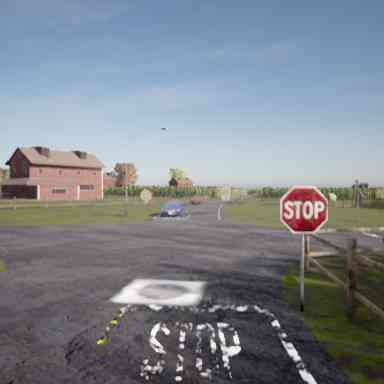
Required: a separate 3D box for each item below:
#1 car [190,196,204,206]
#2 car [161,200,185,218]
[{"bbox_3d":[0.827,1.397,55.276,1.882,1.535,5.008,0,0,7],"label":"car"},{"bbox_3d":[-1.645,1.488,30.120,1.812,1.442,4.674,0,0,4],"label":"car"}]
